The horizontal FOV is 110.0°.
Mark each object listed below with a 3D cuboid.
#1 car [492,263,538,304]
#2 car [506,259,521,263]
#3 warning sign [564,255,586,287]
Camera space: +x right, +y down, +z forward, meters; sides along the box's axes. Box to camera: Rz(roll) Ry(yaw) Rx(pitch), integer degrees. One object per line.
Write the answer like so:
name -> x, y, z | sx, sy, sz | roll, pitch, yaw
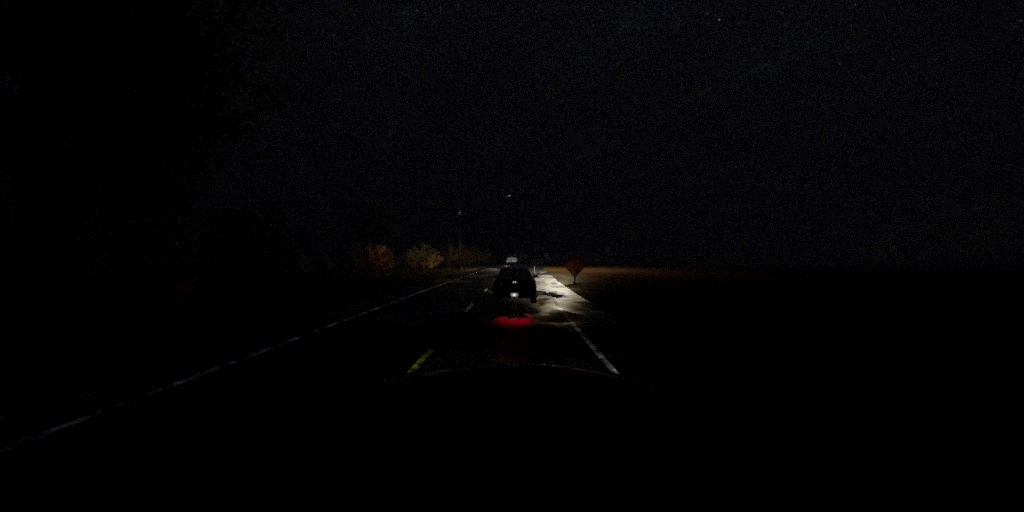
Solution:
car -> 0.131, 1.266, 16.450 | 1.837, 1.490, 4.892 | 0, 0, 1
car -> 0.524, 1.279, 31.414 | 1.812, 1.442, 4.674 | 0, 0, 2
warning sign -> 3.787, 0.863, 21.589 | 1.300, 1.860, 1.060 | 0, 0, 1
